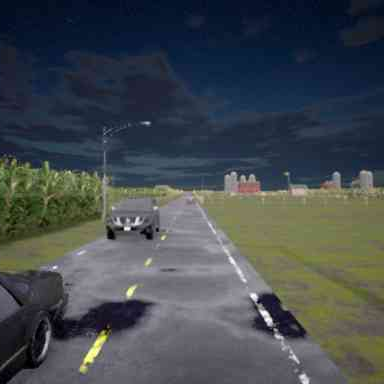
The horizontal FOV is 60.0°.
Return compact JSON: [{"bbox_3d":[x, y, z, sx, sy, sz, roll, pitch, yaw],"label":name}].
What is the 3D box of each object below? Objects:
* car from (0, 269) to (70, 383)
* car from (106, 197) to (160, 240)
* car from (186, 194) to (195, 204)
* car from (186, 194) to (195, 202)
[{"bbox_3d":[-2.859,1.566,3.046,2.033,1.411,5.357,0,0,0],"label":"car"},{"bbox_3d":[-2.918,1.287,17.647,2.150,2.045,5.566,0,0,0],"label":"car"},{"bbox_3d":[-0.307,1.697,67.718,2.128,1.511,4.902,0,0,0],"label":"car"},{"bbox_3d":[-0.356,1.425,78.109,2.097,1.767,4.553,0,0,0],"label":"car"}]
